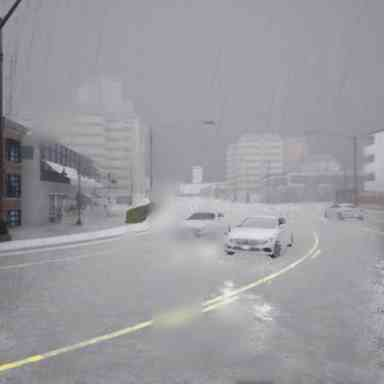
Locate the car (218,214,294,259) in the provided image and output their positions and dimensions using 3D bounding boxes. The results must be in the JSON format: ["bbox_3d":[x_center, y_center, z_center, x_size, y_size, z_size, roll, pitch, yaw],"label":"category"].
[{"bbox_3d":[2.874,1.628,13.373,1.812,1.442,4.674,0,0,27],"label":"car"}]

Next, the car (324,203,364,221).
[{"bbox_3d":[13.093,1.695,28.820,1.812,1.442,4.674,0,-1,-1],"label":"car"}]

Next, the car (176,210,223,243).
[{"bbox_3d":[0.769,1.676,17.350,1.812,1.442,4.674,0,0,20],"label":"car"}]
